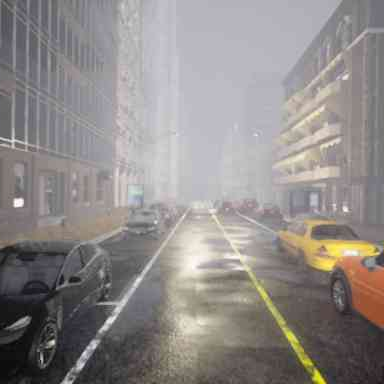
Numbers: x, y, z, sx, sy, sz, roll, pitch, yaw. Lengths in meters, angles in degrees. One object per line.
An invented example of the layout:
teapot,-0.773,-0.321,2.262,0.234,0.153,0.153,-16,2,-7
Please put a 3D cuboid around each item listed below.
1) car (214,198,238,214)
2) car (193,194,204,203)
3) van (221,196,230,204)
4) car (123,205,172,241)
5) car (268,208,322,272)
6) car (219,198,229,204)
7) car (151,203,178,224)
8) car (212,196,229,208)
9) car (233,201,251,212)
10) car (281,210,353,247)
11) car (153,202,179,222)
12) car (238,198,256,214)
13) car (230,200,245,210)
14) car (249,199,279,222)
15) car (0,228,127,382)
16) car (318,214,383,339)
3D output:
car,3.927,1.748,38.733,1.812,1.442,4.674,1,-1,2
car,1.934,1.635,84.835,2.150,2.045,5.566,1,0,1
van,7.351,1.774,73.166,1.690,1.788,3.998,1,0,1
car,-2.346,1.585,16.891,2.008,1.369,4.403,1,0,1
car,4.109,1.560,11.047,1.801,1.575,5.366,1,0,1
car,7.480,2.029,78.812,1.947,1.339,4.313,1,0,1
car,-2.214,1.501,22.540,1.967,1.590,4.097,1,0,1
car,4.128,1.768,50.352,2.128,1.511,4.902,1,0,1
car,6.689,1.871,44.930,1.802,1.307,4.206,1,0,1
car,6.031,1.707,16.696,2.008,1.369,4.403,1,0,1
car,-2.087,1.612,28.015,1.752,1.417,4.829,1,0,1
car,6.562,1.577,39.285,2.192,1.841,5.009,1,0,1
car,6.821,1.897,50.577,1.802,1.307,4.206,1,0,1
car,6.296,1.649,27.990,1.967,1.590,4.097,1,0,1
car,-2.611,1.551,5.598,1.947,1.339,4.313,1,0,1
car,3.756,1.427,4.834,2.097,1.767,4.553,1,0,1
